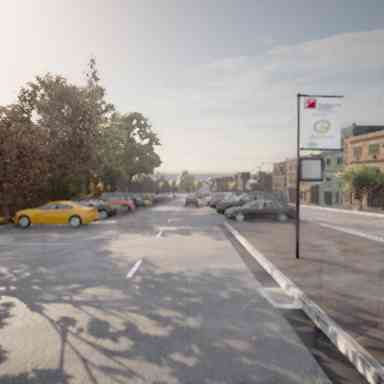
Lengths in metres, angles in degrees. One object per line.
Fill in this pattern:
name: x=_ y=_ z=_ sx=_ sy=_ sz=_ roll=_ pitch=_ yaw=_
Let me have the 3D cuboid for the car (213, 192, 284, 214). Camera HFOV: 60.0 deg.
car: x=4.703 y=1.062 z=26.203 sx=5.566 sy=2.045 sz=2.435 roll=0 pitch=0 yaw=0

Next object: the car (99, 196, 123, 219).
car: x=-8.354 y=1.313 z=26.199 sx=5.008 sy=1.535 sz=2.097 roll=0 pitch=0 yaw=0

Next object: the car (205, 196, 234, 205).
car: x=4.701 y=1.387 z=57.037 sx=4.792 sy=1.488 sz=2.163 roll=0 pitch=0 yaw=0

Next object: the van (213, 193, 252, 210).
van: x=4.829 y=1.091 z=40.219 sx=4.442 sy=1.987 sz=1.878 roll=0 pitch=0 yaw=0

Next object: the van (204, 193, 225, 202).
van: x=4.751 y=1.199 z=71.053 sx=4.442 sy=1.987 sz=1.878 roll=0 pitch=0 yaw=0

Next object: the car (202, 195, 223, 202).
car: x=4.649 y=1.485 z=76.658 sx=4.792 sy=1.488 sz=2.163 roll=0 pitch=0 yaw=0

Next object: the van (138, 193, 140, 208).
van: x=-8.478 y=1.086 z=37.335 sx=4.442 sy=1.987 sz=1.878 roll=0 pitch=0 yaw=0

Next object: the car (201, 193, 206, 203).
car: x=4.658 y=1.092 z=51.432 sx=5.566 sy=2.045 sz=2.435 roll=0 pitch=0 yaw=0

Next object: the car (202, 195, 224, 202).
car: x=4.656 y=1.470 z=73.854 sx=4.792 sy=1.488 sz=2.163 roll=0 pitch=0 yaw=0

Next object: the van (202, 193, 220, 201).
van: x=4.722 y=1.261 z=82.265 sx=4.442 sy=1.987 sz=1.878 roll=0 pitch=0 yaw=0

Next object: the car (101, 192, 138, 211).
car: x=-8.326 y=1.183 z=34.555 sx=4.553 sy=1.767 sz=2.185 roll=0 pitch=0 yaw=0

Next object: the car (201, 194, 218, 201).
car: x=4.622 y=1.392 z=87.871 sx=4.553 sy=1.767 sz=2.185 roll=0 pitch=0 yaw=0

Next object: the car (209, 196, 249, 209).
car: x=4.713 y=1.325 z=43.022 sx=4.892 sy=1.521 sz=2.231 roll=0 pitch=0 yaw=0

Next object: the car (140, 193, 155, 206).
car: x=-8.194 y=1.328 z=45.693 sx=5.366 sy=1.575 sz=1.946 roll=0 pitch=0 yaw=0

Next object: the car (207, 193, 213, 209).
car: x=4.694 y=1.057 z=34.613 sx=5.566 sy=2.045 sz=2.435 roll=0 pitch=0 yaw=0

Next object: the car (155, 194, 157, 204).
car: x=-8.364 y=1.374 z=51.263 sx=4.792 sy=1.488 sz=2.163 roll=0 pitch=0 yaw=0

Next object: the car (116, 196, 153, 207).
car: x=-8.380 y=1.338 z=48.479 sx=5.008 sy=1.535 sz=2.097 roll=0 pitch=0 yaw=0

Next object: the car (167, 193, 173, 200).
car: x=-8.508 y=1.549 z=93.071 sx=4.892 sy=1.521 sz=2.231 roll=0 pitch=0 yaw=0

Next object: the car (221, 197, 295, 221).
car: x=4.739 y=1.323 z=23.403 sx=4.892 sy=1.521 sz=2.231 roll=0 pitch=0 yaw=0

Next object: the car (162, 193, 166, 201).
car: x=-8.401 y=1.143 z=65.188 sx=5.566 sy=2.045 sz=2.435 roll=0 pitch=0 yaw=0

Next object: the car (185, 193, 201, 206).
car: x=-0.054 y=1.364 z=49.744 sx=1.837 sy=1.490 sz=4.892 roll=0 pitch=0 yaw=0

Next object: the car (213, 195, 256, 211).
car: x=4.750 y=1.185 z=37.414 sx=4.553 sy=1.767 sz=2.185 roll=0 pitch=0 yaw=0

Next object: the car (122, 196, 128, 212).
car: x=-8.353 y=1.349 z=28.986 sx=4.674 sy=1.452 sz=2.002 roll=0 pitch=0 yaw=0

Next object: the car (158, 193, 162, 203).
car: x=-8.380 y=1.107 z=56.833 sx=5.566 sy=2.045 sz=2.435 roll=0 pitch=0 yaw=0

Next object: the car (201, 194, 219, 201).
car: x=4.567 y=1.377 z=85.068 sx=4.553 sy=1.767 sz=2.185 roll=0 pitch=0 yaw=0

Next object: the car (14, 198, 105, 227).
car: x=-8.340 y=1.334 z=20.631 sx=5.008 sy=1.535 sz=2.097 roll=0 pitch=0 yaw=0

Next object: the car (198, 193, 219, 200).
car: x=4.604 y=1.297 z=93.478 sx=5.566 sy=2.045 sz=2.435 roll=0 pitch=0 yaw=0

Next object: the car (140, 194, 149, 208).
car: x=-8.370 y=1.365 z=42.907 sx=4.674 sy=1.452 sz=2.002 roll=0 pitch=0 yaw=0
